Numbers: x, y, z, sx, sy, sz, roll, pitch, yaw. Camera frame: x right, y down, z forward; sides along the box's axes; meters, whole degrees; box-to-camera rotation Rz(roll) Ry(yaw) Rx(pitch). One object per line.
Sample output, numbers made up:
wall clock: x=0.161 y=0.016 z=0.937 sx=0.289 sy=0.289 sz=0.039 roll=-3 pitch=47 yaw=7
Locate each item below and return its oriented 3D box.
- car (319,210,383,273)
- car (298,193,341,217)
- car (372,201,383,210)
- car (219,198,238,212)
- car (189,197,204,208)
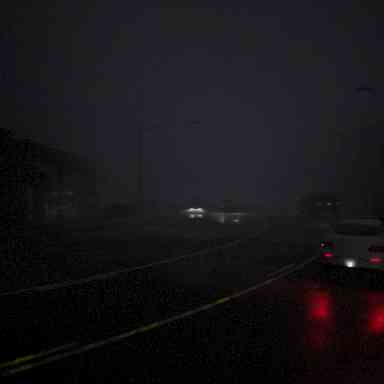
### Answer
car: x=5.135 y=1.462 z=9.827 sx=1.812 sy=1.442 sz=4.674 roll=0 pitch=0 yaw=36
car: x=11.057 y=1.074 z=29.230 sx=2.150 sy=2.045 sz=5.566 roll=-1 pitch=0 yaw=2
car: x=13.841 y=1.176 z=22.466 sx=2.097 sy=1.767 sz=4.553 roll=-1 pitch=0 yaw=11
car: x=4.028 y=1.411 z=37.181 sx=1.882 sy=1.535 sz=5.008 roll=-1 pitch=0 yaw=1
car: x=0.691 y=1.460 z=47.535 sx=2.128 sy=1.511 sz=4.902 roll=-1 pitch=0 yaw=1
